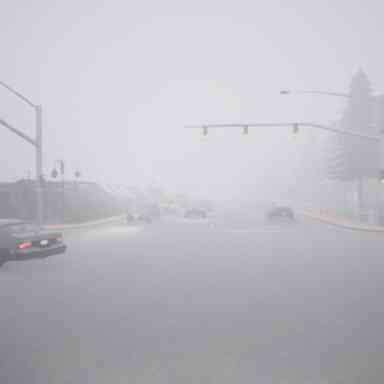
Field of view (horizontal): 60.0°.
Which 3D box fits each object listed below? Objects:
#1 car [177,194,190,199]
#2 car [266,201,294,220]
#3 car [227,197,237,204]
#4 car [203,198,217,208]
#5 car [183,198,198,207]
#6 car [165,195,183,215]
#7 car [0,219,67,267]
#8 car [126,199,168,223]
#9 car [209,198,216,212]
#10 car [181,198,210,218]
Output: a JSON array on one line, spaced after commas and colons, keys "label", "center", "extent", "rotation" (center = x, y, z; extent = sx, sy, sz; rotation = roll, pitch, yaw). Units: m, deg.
[{"label": "car", "center": [-1.434, 1.345, 45.258], "extent": [2.150, 2.045, 5.566], "rotation": [-1, 0, 7]}, {"label": "car", "center": [7.274, 1.516, 27.824], "extent": [1.812, 1.442, 4.674], "rotation": [-1, 0, 6]}, {"label": "car", "center": [8.182, 1.636, 67.434], "extent": [1.994, 1.385, 4.181], "rotation": [-1, 0, 6]}, {"label": "car", "center": [2.723, 1.618, 50.431], "extent": [1.812, 1.442, 4.674], "rotation": [-1, 0, 6]}, {"label": "car", "center": [-0.196, 1.683, 55.727], "extent": [2.033, 1.411, 5.357], "rotation": [-1, 0, 6]}, {"label": "car", "center": [-2.571, 1.464, 35.681], "extent": [2.097, 1.767, 4.553], "rotation": [-1, 0, 6]}, {"label": "car", "center": [-6.828, 1.647, 11.568], "extent": [5.357, 1.411, 2.033], "rotation": [-1, 0, 28]}, {"label": "car", "center": [-3.701, 1.594, 26.546], "extent": [2.128, 1.511, 4.902], "rotation": [-1, 0, 9]}, {"label": "car", "center": [1.497, 1.558, 40.305], "extent": [1.882, 1.535, 5.008], "rotation": [-1, 0, 7]}, {"label": "car", "center": [0.429, 1.596, 31.142], "extent": [1.812, 1.442, 4.674], "rotation": [-1, 0, 6]}]
